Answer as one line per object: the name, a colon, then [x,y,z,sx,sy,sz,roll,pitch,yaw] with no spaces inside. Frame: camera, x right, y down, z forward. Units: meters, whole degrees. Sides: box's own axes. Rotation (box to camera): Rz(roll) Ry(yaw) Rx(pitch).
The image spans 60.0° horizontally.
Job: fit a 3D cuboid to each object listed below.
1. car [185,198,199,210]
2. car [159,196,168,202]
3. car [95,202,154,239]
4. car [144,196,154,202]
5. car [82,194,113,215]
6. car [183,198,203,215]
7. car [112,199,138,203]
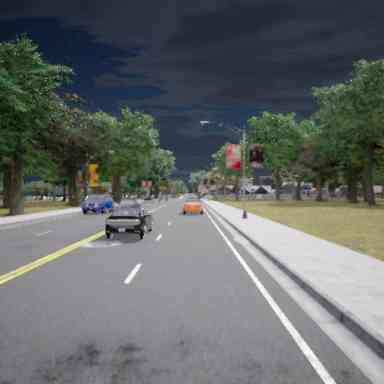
car: [0.023,1.586,47.014,1.837,1.490,4.892,0,0,0]
car: [-6.496,1.567,76.411,1.994,1.385,4.181,0,0,0]
car: [-3.149,1.497,17.328,2.128,1.511,4.902,0,0,0]
car: [-9.746,1.554,76.411,2.033,1.411,5.357,0,0,0]
car: [-9.842,1.264,35.229,2.150,2.045,5.566,0,0,0]
car: [0.102,1.392,35.119,2.097,1.767,4.553,0,0,0]
car: [-6.590,1.517,34.835,1.882,1.535,5.008,0,0,0]
